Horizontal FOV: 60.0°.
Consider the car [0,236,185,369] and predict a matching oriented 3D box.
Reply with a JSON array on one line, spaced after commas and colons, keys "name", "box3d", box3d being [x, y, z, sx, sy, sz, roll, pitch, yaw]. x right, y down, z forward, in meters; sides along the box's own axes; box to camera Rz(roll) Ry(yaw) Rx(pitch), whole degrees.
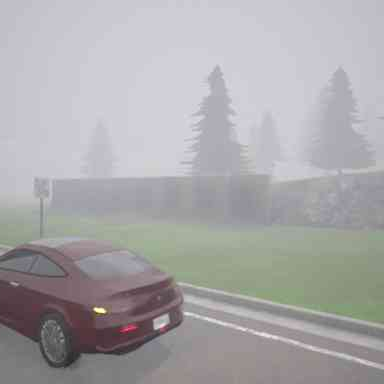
[{"name": "car", "box3d": [-2.265, 1.494, 5.646, 4.674, 1.442, 1.812, 0, 0, 36]}]
